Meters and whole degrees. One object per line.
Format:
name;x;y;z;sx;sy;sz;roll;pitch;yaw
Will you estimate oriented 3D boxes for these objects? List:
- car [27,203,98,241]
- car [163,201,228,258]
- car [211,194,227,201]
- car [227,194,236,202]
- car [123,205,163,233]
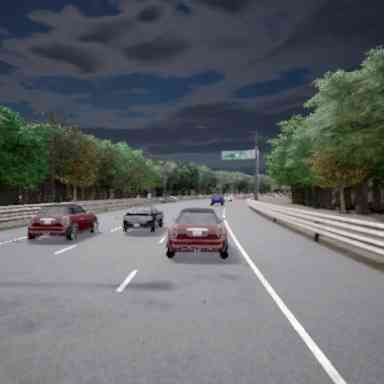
car;-6.484;1.400;17.246;2.097;1.767;4.553;0;0;2
car;0.250;1.401;13.229;2.097;1.767;4.553;0;0;2
car;4.792;1.403;61.200;2.150;2.045;5.566;0;0;9
car;9.400;1.460;86.220;2.150;2.045;5.566;0;0;12
car;-2.849;1.558;20.267;2.128;1.511;4.902;0;0;3
